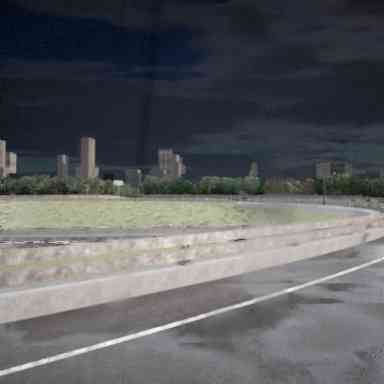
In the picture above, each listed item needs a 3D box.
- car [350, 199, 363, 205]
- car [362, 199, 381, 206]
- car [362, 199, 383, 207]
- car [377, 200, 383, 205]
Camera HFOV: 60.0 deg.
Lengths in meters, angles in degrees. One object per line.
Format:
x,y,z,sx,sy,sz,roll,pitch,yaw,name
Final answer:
39.824,2.460,80.513,1.882,1.535,5.008,0,-1,0,car
43.319,2.459,80.338,1.882,1.535,5.008,0,-1,0,car
38.970,2.605,71.140,1.895,1.301,4.718,0,-1,6,car
46.815,2.532,80.162,1.994,1.385,4.181,0,-1,0,car
